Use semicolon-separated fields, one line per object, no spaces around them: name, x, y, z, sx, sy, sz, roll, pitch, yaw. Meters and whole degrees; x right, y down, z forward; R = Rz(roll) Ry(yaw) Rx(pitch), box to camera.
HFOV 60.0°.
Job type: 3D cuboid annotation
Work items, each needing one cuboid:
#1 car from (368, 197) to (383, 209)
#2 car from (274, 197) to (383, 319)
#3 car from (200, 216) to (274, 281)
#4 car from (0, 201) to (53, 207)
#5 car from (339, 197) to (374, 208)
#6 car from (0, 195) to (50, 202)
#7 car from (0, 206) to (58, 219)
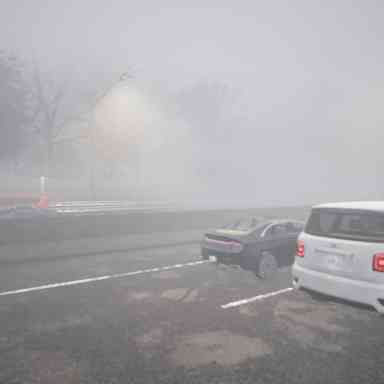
car;25.060;1.363;43.329;4.892;1.490;1.837;1;0;-35
car;4.474;1.193;6.945;5.566;2.045;2.150;0;0;-35
car;2.502;1.463;9.831;4.902;1.511;2.128;0;0;-36
car;-9.923;1.496;18.411;4.892;1.490;1.837;0;0;-36
car;22.837;1.404;46.040;5.357;1.411;2.033;0;0;-35
car;-11.852;1.212;21.335;5.566;2.045;2.150;0;0;-35
car;-8.013;1.556;15.475;4.181;1.385;1.994;0;0;-35
